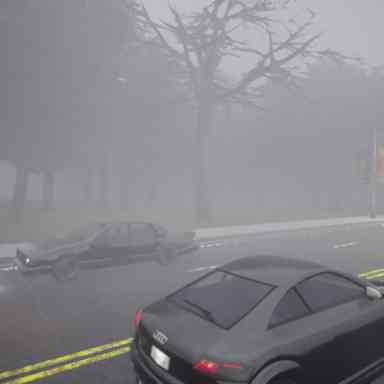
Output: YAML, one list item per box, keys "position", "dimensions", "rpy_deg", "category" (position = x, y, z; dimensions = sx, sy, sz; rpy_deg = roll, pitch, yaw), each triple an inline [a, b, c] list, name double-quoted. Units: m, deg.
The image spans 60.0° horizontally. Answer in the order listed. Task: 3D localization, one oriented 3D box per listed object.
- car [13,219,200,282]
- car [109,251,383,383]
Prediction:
- position: [-2.301, 1.551, 10.029]
  dimensions: [5.357, 1.411, 2.033]
  rpy_deg: [0, 0, -36]
  category: "car"
- position: [1.319, 1.568, 4.382]
  dimensions: [4.181, 1.385, 1.994]
  rpy_deg: [0, 0, -36]
  category: "car"
